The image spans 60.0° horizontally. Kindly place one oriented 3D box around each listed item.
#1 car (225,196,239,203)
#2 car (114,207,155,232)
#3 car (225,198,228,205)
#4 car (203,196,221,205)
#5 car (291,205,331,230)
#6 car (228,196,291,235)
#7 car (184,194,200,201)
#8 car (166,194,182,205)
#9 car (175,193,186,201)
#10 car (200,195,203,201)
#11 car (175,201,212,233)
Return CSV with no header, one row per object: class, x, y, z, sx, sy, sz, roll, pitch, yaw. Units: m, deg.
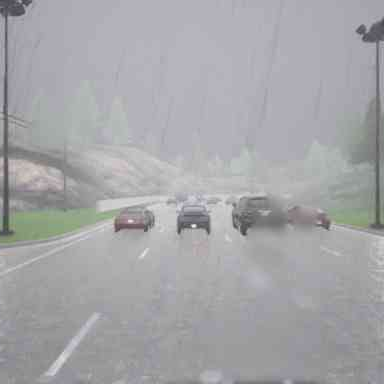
car,8.469,1.521,69.229,2.033,1.411,5.357,0,0,17
car,-3.405,1.572,20.381,1.994,1.385,4.181,0,0,0
car,7.005,1.588,59.367,1.994,1.385,4.181,0,0,2
car,3.500,1.571,58.922,2.033,1.411,5.357,0,0,2
car,7.082,1.534,20.863,1.812,1.442,4.674,0,0,0
car,3.596,1.229,18.941,2.150,2.045,5.566,0,0,0
car,0.018,1.550,60.123,1.812,1.442,4.674,0,0,2
car,-3.488,1.571,59.735,2.033,1.411,5.357,0,0,2
car,-2.139,1.248,70.142,2.150,2.045,5.566,0,0,17
car,1.440,1.421,70.066,2.033,1.411,5.357,0,0,17
car,0.096,1.513,19.858,1.837,1.490,4.892,0,0,0
